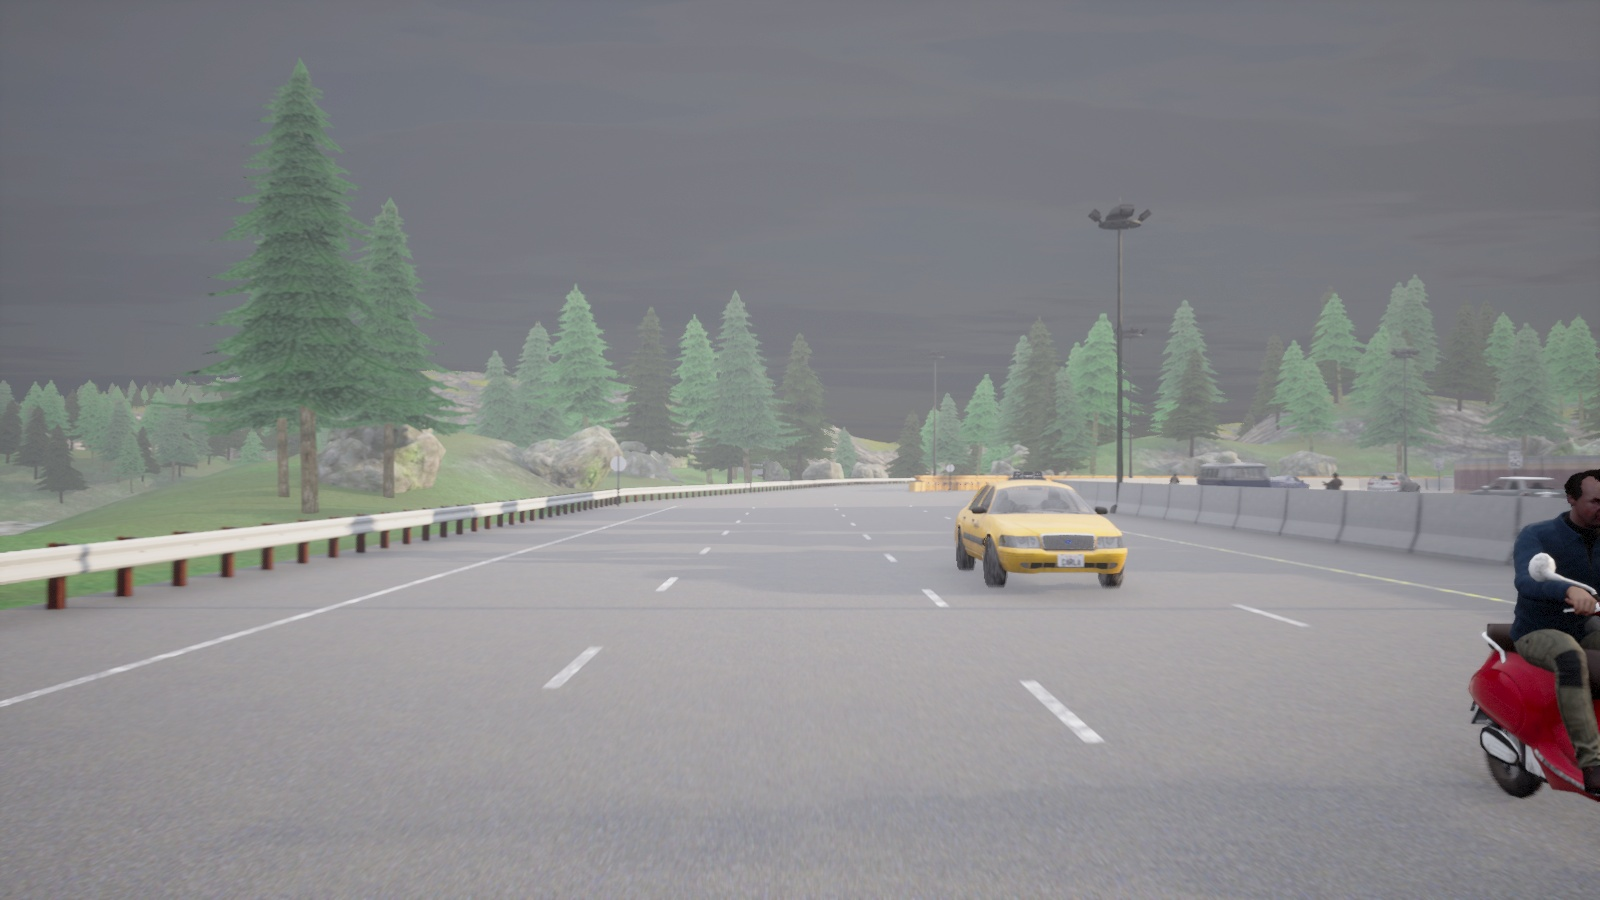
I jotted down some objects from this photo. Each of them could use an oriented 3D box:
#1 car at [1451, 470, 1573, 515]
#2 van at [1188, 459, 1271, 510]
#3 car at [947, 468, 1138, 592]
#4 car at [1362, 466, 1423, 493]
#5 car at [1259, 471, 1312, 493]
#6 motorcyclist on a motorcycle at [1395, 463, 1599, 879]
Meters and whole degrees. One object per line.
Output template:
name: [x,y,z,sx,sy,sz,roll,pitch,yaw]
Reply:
car: [24.320,1.428,43.062,1.970,1.475,3.806,0,-1,0]
van: [17.288,1.376,50.743,1.775,1.987,4.442,0,-1,0]
car: [3.422,1.066,18.784,1.801,1.575,5.366,0,-1,0]
car: [38.539,1.911,81.619,2.242,1.667,4.611,-1,-1,43]
car: [33.437,2.193,86.379,1.812,1.442,4.674,-1,-1,43]
motorcyclist on a motorcycle: [3.479,0.850,5.496,0.866,1.590,1.817,0,-1,0]
